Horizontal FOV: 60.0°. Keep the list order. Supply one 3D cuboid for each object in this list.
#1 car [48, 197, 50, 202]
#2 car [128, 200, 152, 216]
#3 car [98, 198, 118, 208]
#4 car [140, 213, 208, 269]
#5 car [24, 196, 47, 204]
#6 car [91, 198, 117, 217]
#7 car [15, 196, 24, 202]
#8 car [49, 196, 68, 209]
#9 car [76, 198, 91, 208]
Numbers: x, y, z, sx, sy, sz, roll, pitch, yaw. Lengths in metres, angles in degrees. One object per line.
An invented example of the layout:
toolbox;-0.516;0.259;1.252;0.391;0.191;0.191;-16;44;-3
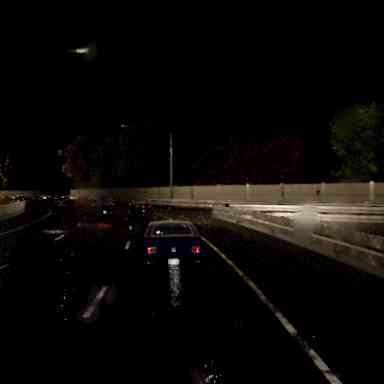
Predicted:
car;-33.191;1.631;79.733;4.902;1.511;2.128;0;0;43
car;-5.222;1.540;33.280;2.128;1.511;4.902;0;0;-17
car;-13.237;1.669;52.348;1.994;1.385;4.181;0;0;-28
car;-0.723;1.611;11.270;1.895;1.301;4.718;0;0;-6
car;-32.097;1.746;68.085;2.128;1.511;4.902;0;0;-42
car;-8.759;1.574;32.875;1.837;1.490;4.892;0;0;-18
car;-38.523;1.620;75.078;4.892;1.490;1.837;0;0;43
car;-19.721;1.643;49.688;1.837;1.490;4.892;0;-1;-28
car;-16.882;1.651;51.797;1.812;1.442;4.674;0;0;-28
